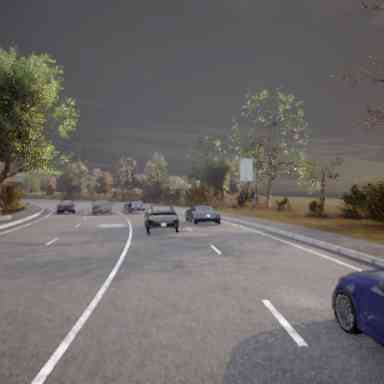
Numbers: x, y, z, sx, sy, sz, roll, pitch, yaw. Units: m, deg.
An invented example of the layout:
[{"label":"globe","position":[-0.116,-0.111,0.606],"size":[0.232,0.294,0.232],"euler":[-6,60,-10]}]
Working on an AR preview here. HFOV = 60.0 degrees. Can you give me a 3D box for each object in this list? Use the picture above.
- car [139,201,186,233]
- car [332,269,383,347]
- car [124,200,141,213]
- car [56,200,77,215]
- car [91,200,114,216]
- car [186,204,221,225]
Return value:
[{"label":"car","position":[-1.916,1.515,20.000],"size":[2.128,1.511,4.902],"euler":[0,0,-10]},{"label":"car","position":[3.370,1.518,3.782],"size":[1.812,1.442,4.674],"euler":[0,0,-2]},{"label":"car","position":[-6.538,1.599,37.799],"size":[2.033,1.411,5.357],"euler":[0,0,-19]},{"label":"car","position":[-13.305,1.605,35.348],"size":[2.033,1.411,5.357],"euler":[0,0,-19]},{"label":"car","position":[-9.146,1.556,33.809],"size":[1.837,1.490,4.892],"euler":[0,0,-18]},{"label":"car","position":[0.704,1.586,24.636],"size":[1.994,1.385,4.181],"euler":[0,0,-12]}]
